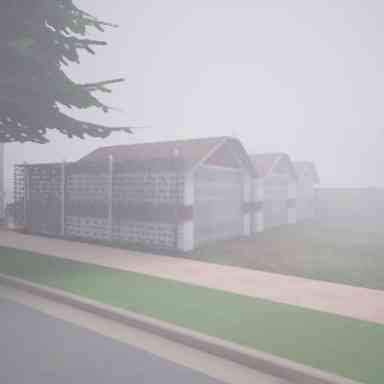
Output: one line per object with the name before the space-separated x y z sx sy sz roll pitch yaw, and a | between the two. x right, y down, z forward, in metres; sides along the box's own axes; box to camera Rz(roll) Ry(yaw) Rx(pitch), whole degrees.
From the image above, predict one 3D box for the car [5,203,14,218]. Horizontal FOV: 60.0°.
car | -10.545 1.181 23.634 2.128 1.511 4.902 1 1 35
